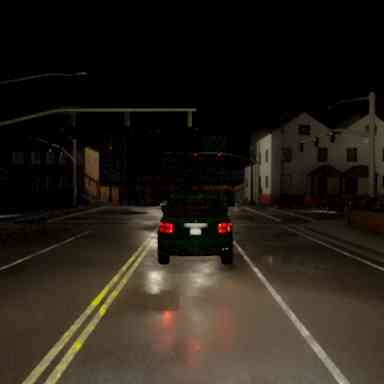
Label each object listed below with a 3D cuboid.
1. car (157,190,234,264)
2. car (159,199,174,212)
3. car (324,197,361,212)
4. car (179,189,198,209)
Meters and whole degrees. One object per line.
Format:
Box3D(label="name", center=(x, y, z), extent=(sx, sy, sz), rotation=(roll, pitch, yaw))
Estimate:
Box3D(label="car", center=(0.092, 1.078, 11.317), extent=(2.150, 2.045, 5.566), rotation=(0, 1, 0))
Box3D(label="car", center=(-3.578, 1.998, 47.603), extent=(1.812, 1.442, 4.674), rotation=(0, -8, 0))
Box3D(label="car", center=(15.689, 1.143, 32.029), extent=(5.357, 1.411, 2.033), rotation=(0, 1, -1))
Box3D(label="car", center=(-0.337, 0.974, 42.352), extent=(2.150, 2.045, 5.566), rotation=(-1, -7, 2))
